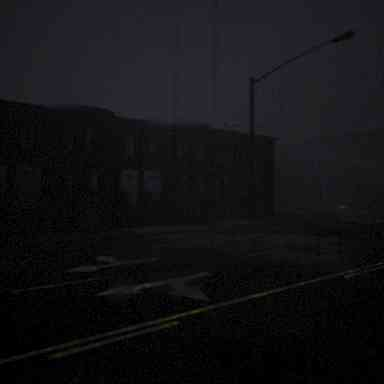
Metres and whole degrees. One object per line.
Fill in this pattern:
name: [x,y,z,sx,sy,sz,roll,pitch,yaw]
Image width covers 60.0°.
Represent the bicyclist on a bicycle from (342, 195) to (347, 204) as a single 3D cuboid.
bicyclist on a bicycle: [25.740,1.261,56.068,1.656,1.620,0.582,0,0,-35]
